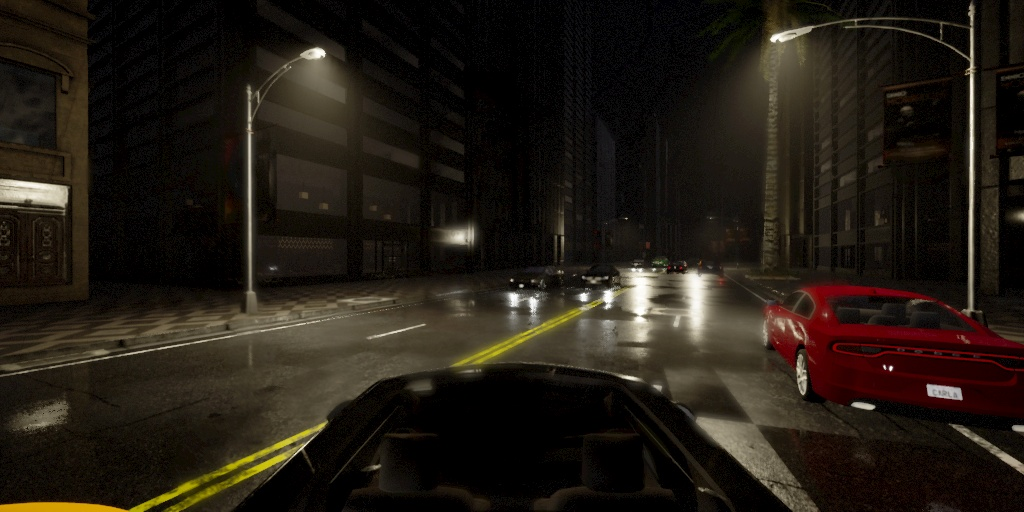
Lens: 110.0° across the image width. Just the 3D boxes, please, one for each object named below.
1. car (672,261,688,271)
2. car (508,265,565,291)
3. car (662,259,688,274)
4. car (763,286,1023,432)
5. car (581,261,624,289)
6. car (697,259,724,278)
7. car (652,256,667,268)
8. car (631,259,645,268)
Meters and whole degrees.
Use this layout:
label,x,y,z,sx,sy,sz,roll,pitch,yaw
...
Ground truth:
label,x,y,z,sx,sy,sz,roll,pitch,yaw
car,23.534,1.379,50.232,1.895,1.301,4.718,0,0,27
car,1.743,1.301,22.522,2.033,1.411,5.357,0,0,27
car,18.647,1.315,40.733,2.033,1.411,5.357,0,0,27
car,5.513,1.228,5.834,1.882,1.535,5.008,0,0,27
car,5.942,1.280,23.579,1.812,1.442,4.674,0,0,27
car,19.287,1.116,34.911,2.097,1.767,4.553,0,0,27
car,24.920,1.010,60.347,2.150,2.045,5.566,0,0,28
car,21.252,1.279,60.355,2.128,1.511,4.902,0,0,28
